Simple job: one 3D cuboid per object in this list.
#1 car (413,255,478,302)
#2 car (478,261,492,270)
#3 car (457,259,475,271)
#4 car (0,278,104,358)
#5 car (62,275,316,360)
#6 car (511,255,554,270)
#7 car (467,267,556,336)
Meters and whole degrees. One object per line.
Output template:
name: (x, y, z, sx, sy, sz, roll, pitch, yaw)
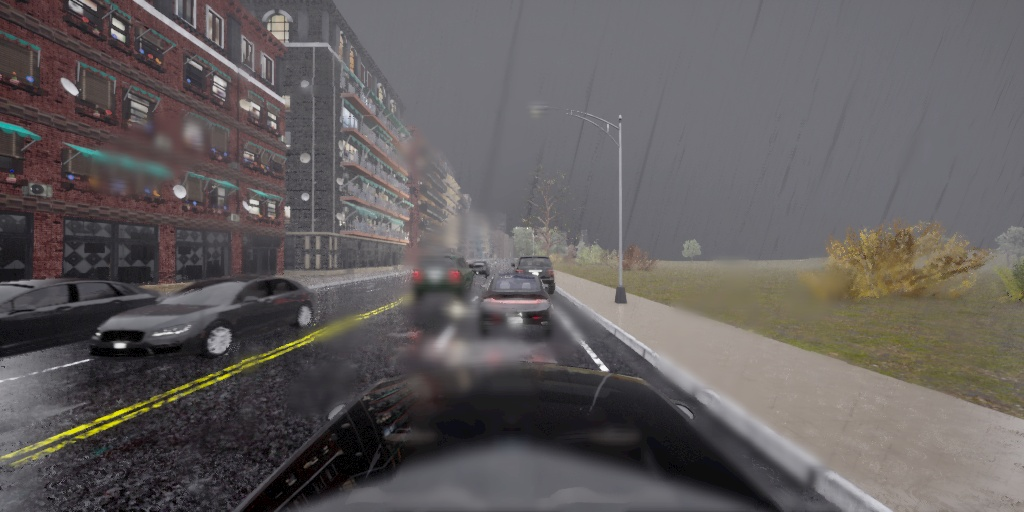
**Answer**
car: (-3.137, 0.972, 17.303, 2.150, 2.045, 5.566, 0, 0, 0)
car: (-3.121, 1.260, 34.869, 1.837, 1.490, 4.892, 0, 0, 0)
car: (-6.553, 1.231, 51.581, 1.882, 1.535, 5.008, 0, 0, 0)
car: (-9.845, 1.256, 7.249, 1.837, 1.490, 4.892, 0, 0, 0)
car: (-6.593, 1.256, 8.465, 1.837, 1.490, 4.892, 0, 0, 0)
car: (1.154, 0.978, 20.287, 2.150, 2.045, 5.566, 0, 0, 0)
car: (0.108, 1.243, 10.419, 2.128, 1.511, 4.902, 0, 0, 0)
